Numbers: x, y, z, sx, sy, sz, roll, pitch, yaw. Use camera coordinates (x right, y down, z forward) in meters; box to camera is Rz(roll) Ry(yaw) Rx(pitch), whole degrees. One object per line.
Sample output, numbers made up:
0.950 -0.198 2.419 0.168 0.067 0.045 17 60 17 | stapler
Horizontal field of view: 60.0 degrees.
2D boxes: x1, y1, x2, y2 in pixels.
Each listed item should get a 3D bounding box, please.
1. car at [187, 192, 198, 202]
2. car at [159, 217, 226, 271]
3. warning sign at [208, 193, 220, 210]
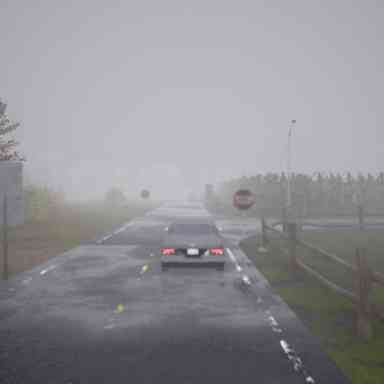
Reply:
-0.001 1.299 69.524 1.994 1.385 4.181 0 0 0 | car
0.038 1.519 10.749 2.033 1.411 5.357 0 0 0 | car
2.447 1.001 37.074 1.300 1.860 1.060 0 0 0 | warning sign
